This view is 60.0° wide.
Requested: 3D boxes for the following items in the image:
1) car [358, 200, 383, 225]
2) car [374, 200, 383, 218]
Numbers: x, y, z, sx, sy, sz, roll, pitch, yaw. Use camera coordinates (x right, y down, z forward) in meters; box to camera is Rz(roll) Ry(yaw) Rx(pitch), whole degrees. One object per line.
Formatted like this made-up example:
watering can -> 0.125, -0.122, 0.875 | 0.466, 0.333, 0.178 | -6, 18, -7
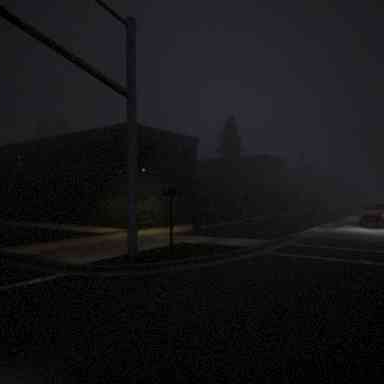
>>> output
car -> 13.171, 1.507, 23.686 | 1.882, 1.535, 5.008 | -1, 0, 35
car -> 18.656, 1.535, 31.537 | 1.837, 1.490, 4.892 | -1, 0, 35
